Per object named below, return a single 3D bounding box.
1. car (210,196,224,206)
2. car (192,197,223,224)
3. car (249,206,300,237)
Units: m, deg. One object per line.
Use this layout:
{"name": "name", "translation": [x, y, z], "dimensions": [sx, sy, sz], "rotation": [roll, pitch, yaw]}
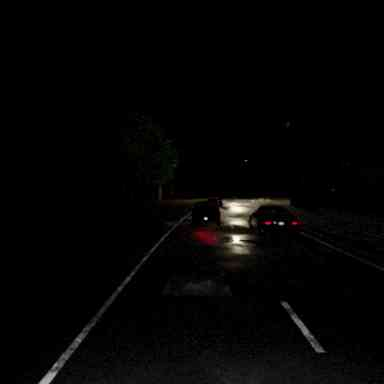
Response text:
{"name": "car", "translation": [2.870, 1.214, 41.675], "dimensions": [1.812, 1.442, 4.674], "rotation": [0, 1, 7]}
{"name": "car", "translation": [1.019, 1.363, 23.085], "dimensions": [1.837, 1.490, 4.892], "rotation": [0, 1, 4]}
{"name": "car", "translation": [4.137, 1.445, 17.371], "dimensions": [2.033, 1.411, 5.357], "rotation": [0, 0, 3]}
